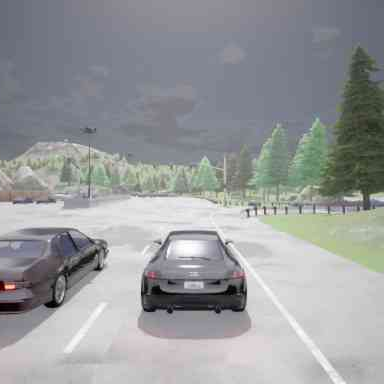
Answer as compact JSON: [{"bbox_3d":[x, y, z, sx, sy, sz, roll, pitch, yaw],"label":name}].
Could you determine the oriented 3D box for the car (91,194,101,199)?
[{"bbox_3d":[-25.955,1.269,89.700,1.895,1.301,4.718,0,0,-7],"label":"car"}]

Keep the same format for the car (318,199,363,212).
[{"bbox_3d":[16.392,1.470,37.501,4.181,1.385,1.994,0,0,7],"label":"car"}]

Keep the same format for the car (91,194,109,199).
[{"bbox_3d":[-21.703,1.252,77.760,2.128,1.511,4.902,0,0,-1],"label":"car"}]

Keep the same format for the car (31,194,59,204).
[{"bbox_3d":[-25.064,1.382,56.869,1.994,1.385,4.181,0,0,0],"label":"car"}]

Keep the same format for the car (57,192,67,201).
[{"bbox_3d":[-28.659,0.972,73.284,2.150,2.045,5.566,0,0,-1],"label":"car"}]

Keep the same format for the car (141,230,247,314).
[{"bbox_3d":[0.035,1.563,7.694,1.994,1.385,4.181,0,0,0],"label":"car"}]

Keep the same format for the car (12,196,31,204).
[{"bbox_3d":[-28.552,1.385,56.130,1.994,1.385,4.181,0,1,0],"label":"car"}]

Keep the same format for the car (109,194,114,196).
[{"bbox_3d":[-22.891,1.186,92.708,2.128,1.511,4.902,0,0,-7],"label":"car"}]

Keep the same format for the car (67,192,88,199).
[{"bbox_3d":[-21.591,1.142,63.619,2.097,1.767,4.553,0,0,0],"label":"car"}]

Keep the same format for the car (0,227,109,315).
[{"bbox_3d":[-3.464,1.547,7.846,2.033,1.411,5.357,0,0,0],"label":"car"}]

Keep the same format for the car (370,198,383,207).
[{"bbox_3d":[21.122,1.457,40.342,4.181,1.385,1.994,0,0,11],"label":"car"}]

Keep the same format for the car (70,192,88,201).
[{"bbox_3d":[-25.167,0.968,74.160,2.150,2.045,5.566,0,0,-1],"label":"car"}]
